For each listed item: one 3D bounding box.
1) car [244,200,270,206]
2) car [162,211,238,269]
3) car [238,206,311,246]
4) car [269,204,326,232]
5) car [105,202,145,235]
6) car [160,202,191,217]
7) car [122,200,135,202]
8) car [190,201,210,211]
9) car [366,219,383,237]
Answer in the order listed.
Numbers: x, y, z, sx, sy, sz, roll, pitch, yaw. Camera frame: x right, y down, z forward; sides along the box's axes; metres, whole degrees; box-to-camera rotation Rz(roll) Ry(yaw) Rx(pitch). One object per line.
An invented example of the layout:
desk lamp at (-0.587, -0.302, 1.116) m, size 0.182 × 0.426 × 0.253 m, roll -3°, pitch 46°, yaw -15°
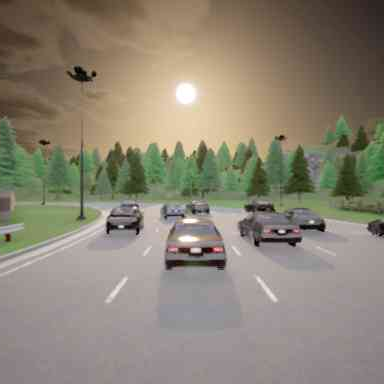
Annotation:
car at (7.343, 1.647, 37.044) m, size 1.882 × 1.535 × 5.008 m, roll 0°, pitch 0°, yaw -14°
car at (0.060, 1.599, 11.286) m, size 2.033 × 1.411 × 5.357 m, roll 0°, pitch 0°, yaw -1°
car at (3.435, 1.619, 15.604) m, size 2.033 × 1.411 × 5.357 m, roll 0°, pitch 0°, yaw -2°
car at (6.545, 1.659, 20.696) m, size 1.994 × 1.385 × 4.181 m, roll 0°, pitch 0°, yaw -5°
car at (-3.865, 1.581, 19.578) m, size 2.128 × 1.511 × 4.902 m, roll 0°, pitch 0°, yaw -5°
car at (-1.841, 1.686, 30.478) m, size 2.033 × 1.411 × 5.357 m, roll 0°, pitch 0°, yaw -11°
car at (-7.096, 1.646, 37.062) m, size 1.882 × 1.535 × 5.008 m, roll 0°, pitch 0°, yaw -15°
car at (0.496, 1.654, 35.658) m, size 2.128 × 1.511 × 4.902 m, roll 0°, pitch 0°, yaw -14°
car at (10.438, 1.619, 15.517) m, size 2.033 × 1.411 × 5.357 m, roll 0°, pitch 0°, yaw -3°
